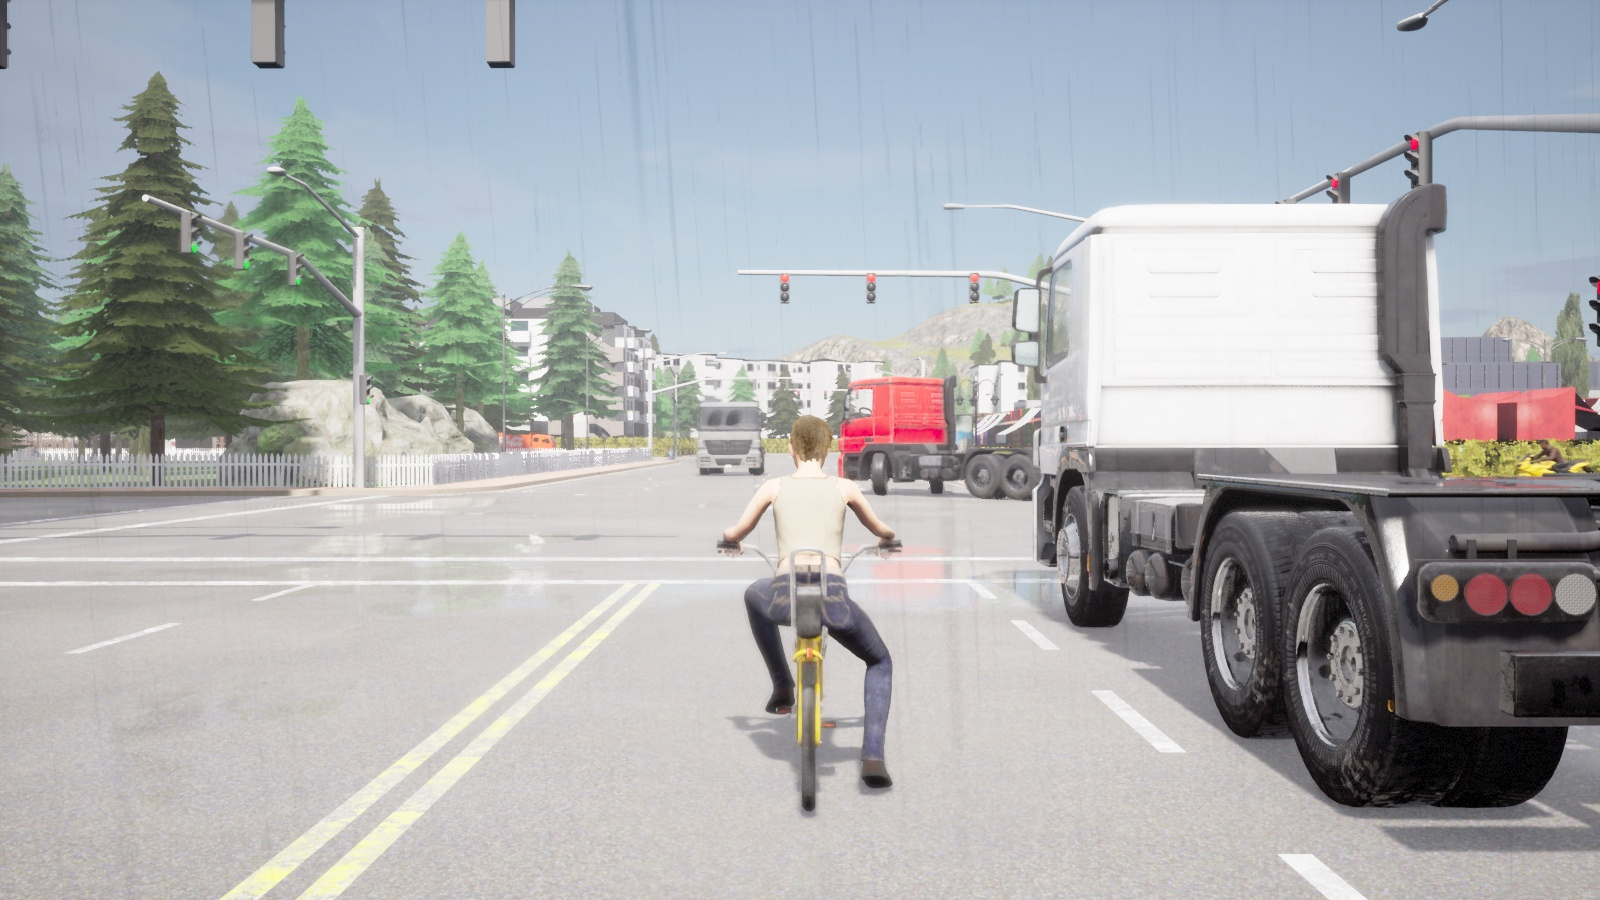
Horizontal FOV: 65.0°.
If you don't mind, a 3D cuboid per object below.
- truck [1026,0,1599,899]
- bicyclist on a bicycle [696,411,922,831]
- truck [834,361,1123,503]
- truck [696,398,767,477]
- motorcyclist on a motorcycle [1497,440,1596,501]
[{"bbox_3d":[3.559,-0.277,7.884,2.891,3.462,7.936,0,0,0],"label":"truck"},{"bbox_3d":[0.042,0.652,5.576,0.866,1.612,1.509,0,0,1],"label":"bicyclist on a bicycle"},{"bbox_3d":[4.676,-0.444,34.594,2.891,3.462,7.936,0,0,-41],"label":"truck"},{"bbox_3d":[-3.159,-0.574,59.567,2.891,3.462,7.936,0,0,0],"label":"truck"},{"bbox_3d":[18.860,0.509,31.748,2.044,1.523,0.797,0,0,0],"label":"motorcyclist on a motorcycle"}]
